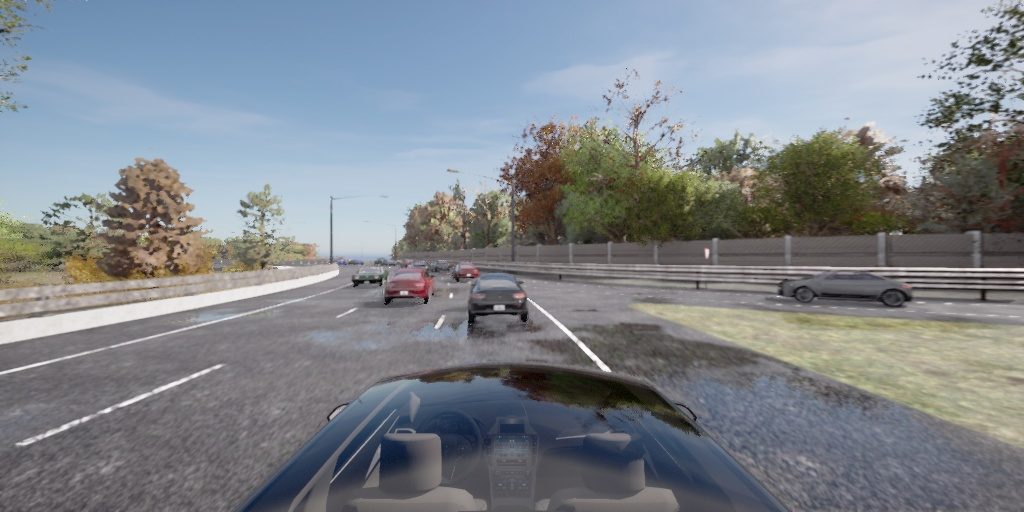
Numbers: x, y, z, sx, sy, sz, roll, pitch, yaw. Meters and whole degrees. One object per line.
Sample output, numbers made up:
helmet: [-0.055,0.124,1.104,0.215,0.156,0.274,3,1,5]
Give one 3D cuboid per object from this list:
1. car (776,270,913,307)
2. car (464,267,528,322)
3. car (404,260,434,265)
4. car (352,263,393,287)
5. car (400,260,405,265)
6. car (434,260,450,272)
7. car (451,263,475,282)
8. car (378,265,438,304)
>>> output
car: [13.713,1.268,15.091,4.181,1.385,1.994,0,0,30]
car: [-0.545,1.284,12.290,1.812,1.442,4.674,0,0,-5]
car: [-9.598,1.300,36.874,2.128,1.511,4.902,0,0,-19]
car: [-9.802,1.403,25.190,1.895,1.301,4.718,0,0,-13]
car: [-18.030,1.382,62.312,1.812,1.442,4.674,0,0,-33]
car: [-9.171,1.303,45.542,2.128,1.511,4.902,0,0,-23]
car: [-3.883,1.307,29.831,1.812,1.442,4.674,0,0,-14]
car: [-4.609,1.302,16.493,1.812,1.442,4.674,0,0,-8]
